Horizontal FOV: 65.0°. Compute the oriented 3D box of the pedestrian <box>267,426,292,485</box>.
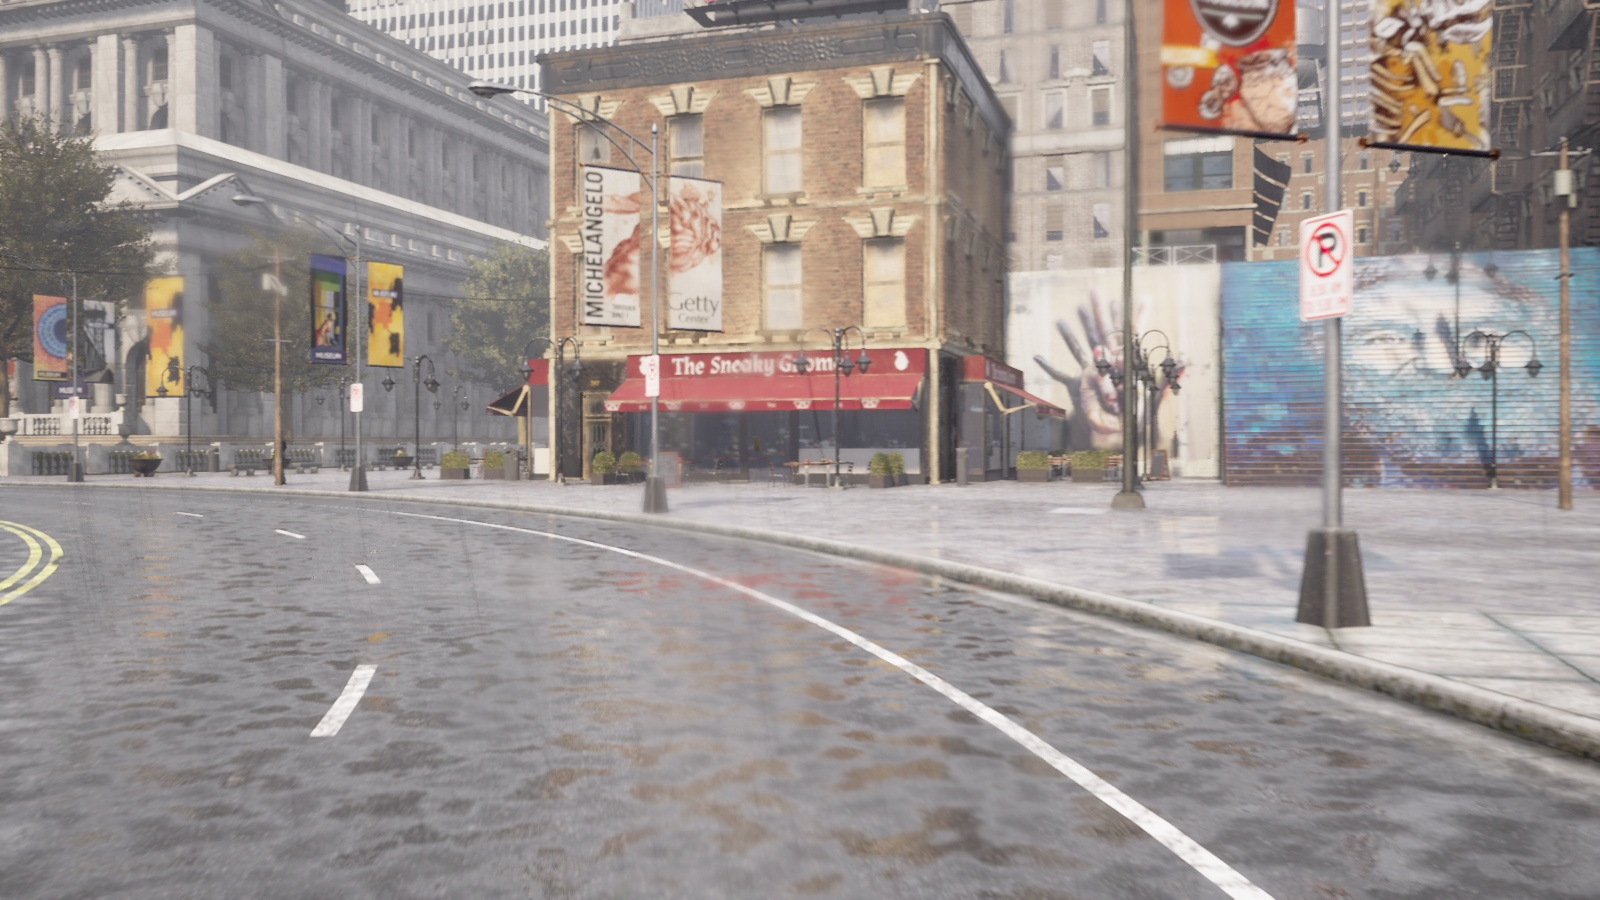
[{"bbox_3d":[-17.151,0.170,41.382,0.666,1.930,0.402,0,0,25],"label":"pedestrian"}]
